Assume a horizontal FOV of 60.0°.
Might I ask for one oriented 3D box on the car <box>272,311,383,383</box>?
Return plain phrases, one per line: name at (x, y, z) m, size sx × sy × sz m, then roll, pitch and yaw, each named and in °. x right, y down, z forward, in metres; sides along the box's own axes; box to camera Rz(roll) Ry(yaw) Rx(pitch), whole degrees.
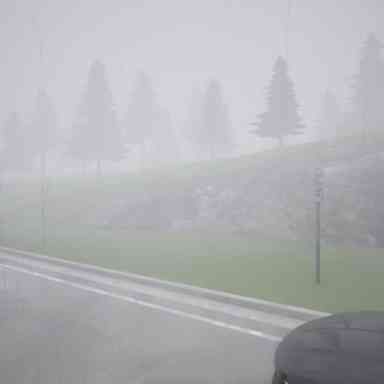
car at (2.942, 1.475, 1.895) m, size 5.008 × 1.535 × 1.882 m, roll 0°, pitch 0°, yaw 36°
